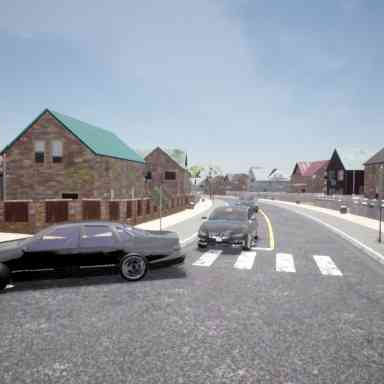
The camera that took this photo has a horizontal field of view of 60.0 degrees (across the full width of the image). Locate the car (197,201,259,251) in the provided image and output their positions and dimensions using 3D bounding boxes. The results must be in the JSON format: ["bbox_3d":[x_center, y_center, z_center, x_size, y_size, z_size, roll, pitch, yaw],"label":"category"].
[{"bbox_3d":[1.605,1.337,13.515,1.837,1.490,4.892,1,1,17],"label":"car"}]

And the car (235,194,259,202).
[{"bbox_3d":[5.248,1.051,31.887,2.097,1.767,4.553,1,0,8],"label":"car"}]

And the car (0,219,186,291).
[{"bbox_3d":[-2.877,1.434,8.380,5.357,1.411,2.033,-1,1,-14],"label":"car"}]
